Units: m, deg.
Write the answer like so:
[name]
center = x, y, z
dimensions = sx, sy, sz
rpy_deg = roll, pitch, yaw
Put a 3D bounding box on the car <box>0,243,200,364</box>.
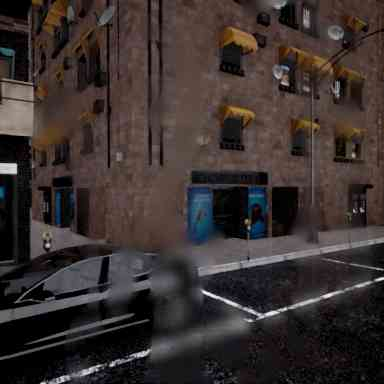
[car]
center = -1.852, 1.566, 5.244
dimensions = 4.313, 1.339, 1.947
rpy_deg = 0, 0, -36
